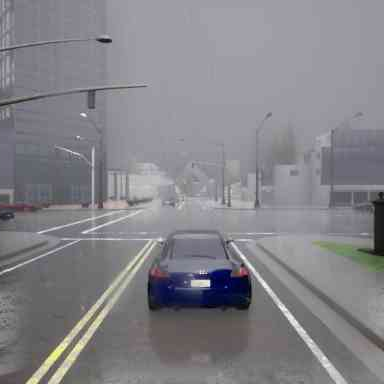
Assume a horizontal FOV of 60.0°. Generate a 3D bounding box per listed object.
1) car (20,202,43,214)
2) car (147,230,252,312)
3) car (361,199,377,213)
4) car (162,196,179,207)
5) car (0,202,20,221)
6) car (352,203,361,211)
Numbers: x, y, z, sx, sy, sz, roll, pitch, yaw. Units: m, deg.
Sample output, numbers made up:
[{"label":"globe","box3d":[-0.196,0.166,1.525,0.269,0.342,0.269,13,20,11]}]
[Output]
[{"label":"car","box3d":[-19.168,1.744,36.745,4.718,1.301,1.895,-1,0,1]},{"label":"car","box3d":[0.089,1.564,7.814,1.994,1.385,4.181,0,0,-2]},{"label":"car","box3d":[20.214,1.553,33.718,4.718,1.301,1.895,0,0,0]},{"label":"car","box3d":[-3.580,1.491,51.289,2.128,1.511,4.902,0,0,0]},{"label":"car","box3d":[-16.392,1.672,26.225,4.181,1.385,1.994,-1,0,0]},{"label":"car","box3d":[20.364,1.479,37.209,4.674,1.442,1.812,0,0,0]}]
